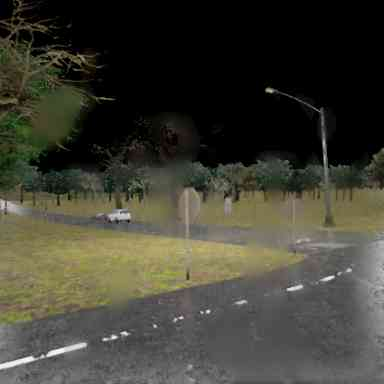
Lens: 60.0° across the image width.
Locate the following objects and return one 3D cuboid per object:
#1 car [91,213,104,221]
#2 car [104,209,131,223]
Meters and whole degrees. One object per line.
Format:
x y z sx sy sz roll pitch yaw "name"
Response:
-17.008 4.528 60.798 1.812 1.442 4.674 -1 -1 -35 "car"
-11.647 3.829 53.007 2.150 2.045 5.566 -1 -2 -34 "car"
